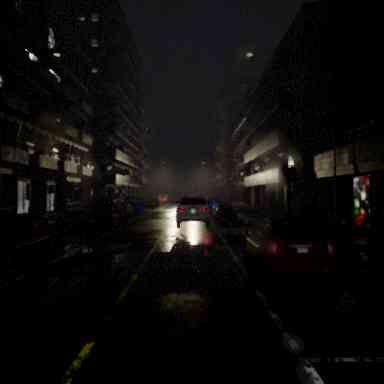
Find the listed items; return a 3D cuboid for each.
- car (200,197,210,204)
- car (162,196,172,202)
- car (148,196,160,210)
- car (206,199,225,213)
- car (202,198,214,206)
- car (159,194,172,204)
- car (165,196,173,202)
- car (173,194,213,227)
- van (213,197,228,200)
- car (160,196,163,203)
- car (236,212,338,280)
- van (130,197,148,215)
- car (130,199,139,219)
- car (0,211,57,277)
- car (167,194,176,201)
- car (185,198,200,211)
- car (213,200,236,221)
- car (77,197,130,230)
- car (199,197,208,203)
[{"bbox_3d":[2.598,1.682,66.898,1.802,1.307,4.206,0,0,0],"label":"car"},{"bbox_3d":[-5.799,1.701,78.269,1.947,1.339,4.313,0,0,0],"label":"car"},{"bbox_3d":[-5.748,1.573,43.957,1.752,1.417,4.829,0,0,0],"label":"car"},{"bbox_3d":[2.640,1.579,38.447,1.887,1.381,4.507,0,0,0],"label":"car"},{"bbox_3d":[2.615,1.653,55.518,1.802,1.307,4.206,0,0,0],"label":"car"},{"bbox_3d":[-5.781,1.417,66.888,2.192,1.841,5.009,0,0,0],"label":"car"},{"bbox_3d":[-5.808,1.737,83.958,1.802,1.307,4.206,0,0,0],"label":"car"},{"bbox_3d":[0.067,1.234,23.042,2.150,2.045,5.566,0,0,0],"label":"car"},{"bbox_3d":[2.649,1.366,32.756,1.690,1.788,3.998,0,0,0],"label":"van"},{"bbox_3d":[-5.757,1.642,49.818,1.802,1.307,4.206,0,0,0],"label":"car"},{"bbox_3d":[2.683,1.443,9.997,1.967,1.590,4.097,0,0,0],"label":"car"},{"bbox_3d":[-5.730,1.368,32.746,1.690,1.788,3.998,0,0,0],"label":"van"},{"bbox_3d":[-5.723,1.544,26.889,1.752,1.417,4.829,0,0,0],"label":"car"},{"bbox_3d":[-5.698,1.445,9.988,1.967,1.590,4.097,0,0,0],"label":"car"},{"bbox_3d":[-5.824,1.516,95.338,2.192,1.841,5.009,0,0,0],"label":"car"},{"bbox_3d":[0.042,1.544,41.317,1.837,1.490,4.892,0,0,0],"label":"car"},{"bbox_3d":[2.656,1.599,27.068,1.802,1.307,4.206,0,0,0],"label":"car"},{"bbox_3d":[-5.714,1.328,21.367,2.192,1.841,5.009,0,0,0],"label":"car"},{"bbox_3d":[2.590,1.697,72.589,1.802,1.307,4.206,0,0,0],"label":"car"}]
